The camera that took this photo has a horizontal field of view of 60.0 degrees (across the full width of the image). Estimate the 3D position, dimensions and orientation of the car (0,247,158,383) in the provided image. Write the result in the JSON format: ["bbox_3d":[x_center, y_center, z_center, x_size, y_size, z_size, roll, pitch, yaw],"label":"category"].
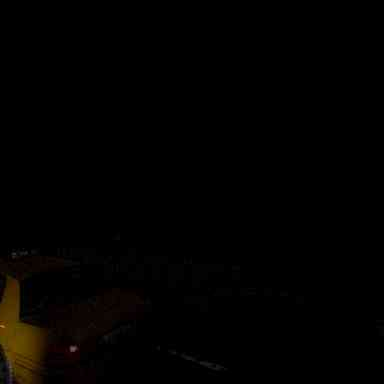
[{"bbox_3d":[-2.661,1.524,4.986,4.829,1.417,1.752,0,1,35],"label":"car"}]

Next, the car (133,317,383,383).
[{"bbox_3d":[2.026,1.551,1.646,4.403,1.369,2.008,0,1,35],"label":"car"}]
